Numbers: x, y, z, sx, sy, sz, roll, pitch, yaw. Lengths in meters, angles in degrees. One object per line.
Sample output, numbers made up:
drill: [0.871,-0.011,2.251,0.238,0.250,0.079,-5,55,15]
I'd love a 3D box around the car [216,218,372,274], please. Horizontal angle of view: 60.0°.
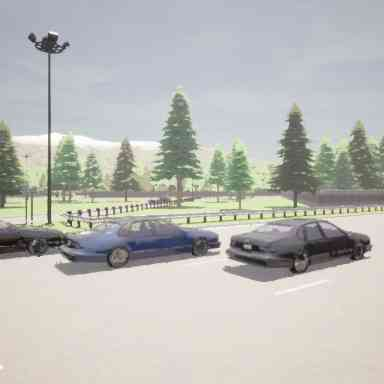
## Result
car: [3.555,1.547,10.569,5.357,1.411,2.033,0,0,-35]

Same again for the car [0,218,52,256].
car: [-7.270,1.547,11.457,5.357,1.411,2.033,0,0,-35]

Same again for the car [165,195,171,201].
car: [-5.645,1.351,69.772,2.097,1.767,4.553,0,0,5]

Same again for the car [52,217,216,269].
car: [-1.568,1.547,11.219,5.357,1.411,2.033,0,0,-35]

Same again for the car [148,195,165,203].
car: [-6.591,1.601,59.952,1.895,1.301,4.718,0,0,5]
